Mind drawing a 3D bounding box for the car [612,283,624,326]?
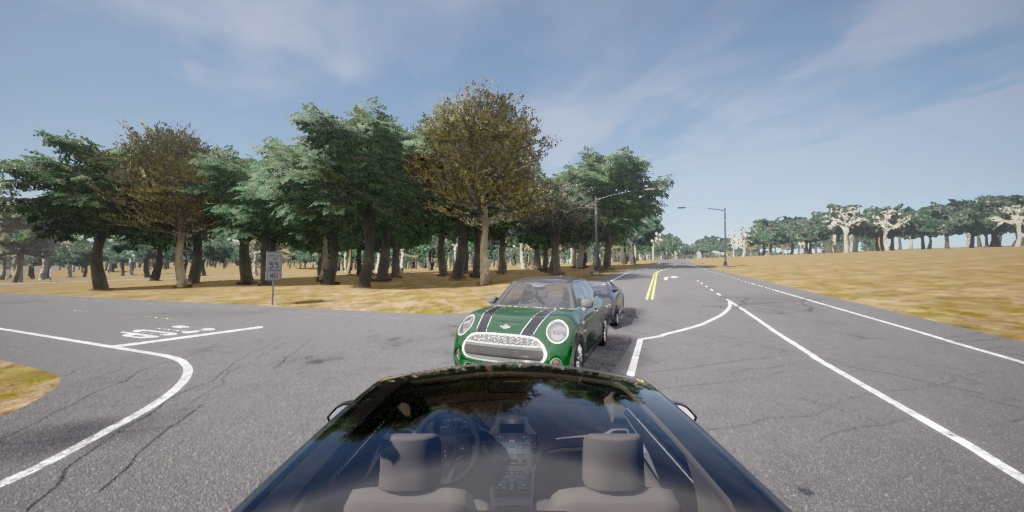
[{"bbox_3d":[2.892,1.555,12.923,1.994,1.385,4.181,-2,0,22],"label":"car"}]

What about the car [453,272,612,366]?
[{"bbox_3d":[0.673,1.223,7.488,2.097,1.767,4.553,-1,-2,22],"label":"car"}]
